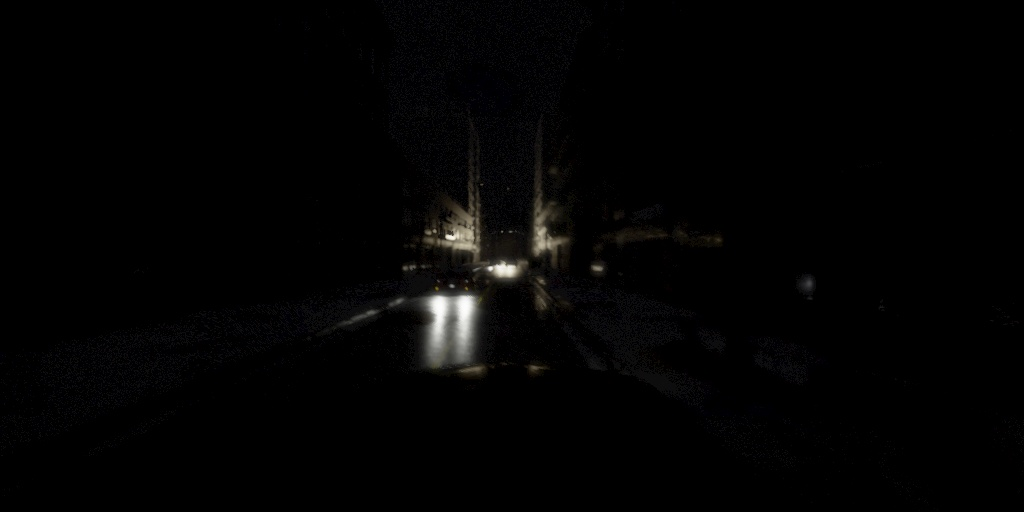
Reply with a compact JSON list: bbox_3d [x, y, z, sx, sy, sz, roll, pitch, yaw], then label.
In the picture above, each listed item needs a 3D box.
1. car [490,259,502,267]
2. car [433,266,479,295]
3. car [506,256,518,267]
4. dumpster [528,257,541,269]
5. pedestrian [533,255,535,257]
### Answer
[{"bbox_3d":[-2.777,1.171,61.556,1.895,1.301,4.718,0,0,1],"label":"car"},{"bbox_3d":[-2.850,1.254,19.082,1.994,1.385,4.181,0,0,0],"label":"car"},{"bbox_3d":[0.022,1.139,59.389,1.994,1.385,4.181,0,0,0],"label":"car"},{"bbox_3d":[3.007,1.000,47.788,1.020,1.700,1.940,0,0,0],"label":"dumpster"},{"bbox_3d":[3.007,0.743,48.781,0.375,1.860,0.375,-1,1,-14],"label":"pedestrian"}]
